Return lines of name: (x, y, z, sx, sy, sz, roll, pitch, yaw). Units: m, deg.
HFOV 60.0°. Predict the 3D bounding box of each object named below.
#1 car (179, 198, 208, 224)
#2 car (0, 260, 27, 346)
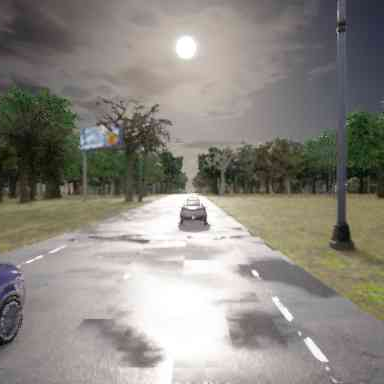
car: (0.098, 1.425, 23.842, 2.128, 1.511, 4.902, 0, 0, 0)
car: (-3.594, 1.531, 3.660, 1.812, 1.442, 4.674, 0, 0, 0)
